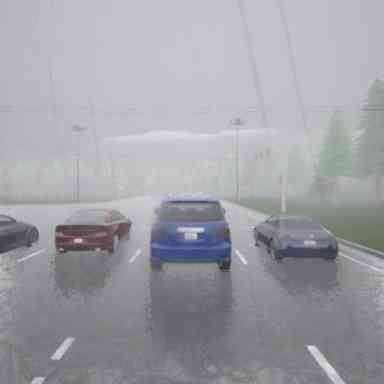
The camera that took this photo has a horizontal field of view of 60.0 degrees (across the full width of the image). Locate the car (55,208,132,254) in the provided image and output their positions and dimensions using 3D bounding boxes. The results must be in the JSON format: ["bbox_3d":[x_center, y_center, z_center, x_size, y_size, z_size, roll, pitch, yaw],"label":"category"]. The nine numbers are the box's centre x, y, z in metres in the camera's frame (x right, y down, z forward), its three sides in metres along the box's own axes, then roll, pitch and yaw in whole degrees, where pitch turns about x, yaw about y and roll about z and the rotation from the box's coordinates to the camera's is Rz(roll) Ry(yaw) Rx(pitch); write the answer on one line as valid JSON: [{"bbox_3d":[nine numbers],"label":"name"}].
[{"bbox_3d":[-3.569,1.349,12.860,1.882,1.535,5.008,0,0,-1],"label":"car"}]

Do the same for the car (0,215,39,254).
[{"bbox_3d":[-7.056,1.448,11.531,1.994,1.385,4.181,0,1,-1],"label":"car"}]

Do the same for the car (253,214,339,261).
[{"bbox_3d":[3.442,1.446,11.762,1.994,1.385,4.181,0,1,-1],"label":"car"}]

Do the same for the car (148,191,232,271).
[{"bbox_3d":[-0.052,1.117,10.638,2.150,2.045,5.566,0,1,-1],"label":"car"}]
